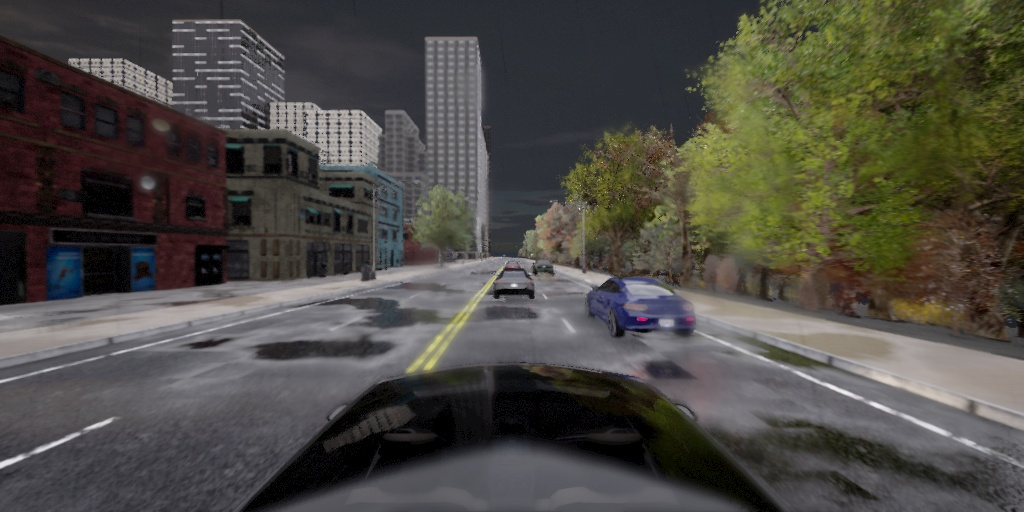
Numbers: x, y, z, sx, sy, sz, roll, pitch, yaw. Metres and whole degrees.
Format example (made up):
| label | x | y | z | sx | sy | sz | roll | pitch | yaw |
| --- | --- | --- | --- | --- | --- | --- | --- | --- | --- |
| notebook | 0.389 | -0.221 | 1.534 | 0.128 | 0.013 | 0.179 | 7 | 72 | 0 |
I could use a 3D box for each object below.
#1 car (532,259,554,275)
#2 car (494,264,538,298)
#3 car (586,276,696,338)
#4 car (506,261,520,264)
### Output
| label | x | y | z | sx | sy | sz | roll | pitch | yaw |
| --- | --- | --- | --- | --- | --- | --- | --- | --- | --- |
| car | 3.347 | 1.106 | 39.736 | 2.097 | 1.767 | 4.553 | 0 | 0 | 0 |
| car | 0.099 | 1.317 | 18.484 | 1.994 | 1.385 | 4.181 | 0 | 0 | 0 |
| car | 3.350 | 1.278 | 10.047 | 1.812 | 1.442 | 4.674 | 0 | 0 | 0 |
| car | 0.097 | 1.318 | 47.440 | 1.994 | 1.385 | 4.181 | 0 | 0 | 0 |
